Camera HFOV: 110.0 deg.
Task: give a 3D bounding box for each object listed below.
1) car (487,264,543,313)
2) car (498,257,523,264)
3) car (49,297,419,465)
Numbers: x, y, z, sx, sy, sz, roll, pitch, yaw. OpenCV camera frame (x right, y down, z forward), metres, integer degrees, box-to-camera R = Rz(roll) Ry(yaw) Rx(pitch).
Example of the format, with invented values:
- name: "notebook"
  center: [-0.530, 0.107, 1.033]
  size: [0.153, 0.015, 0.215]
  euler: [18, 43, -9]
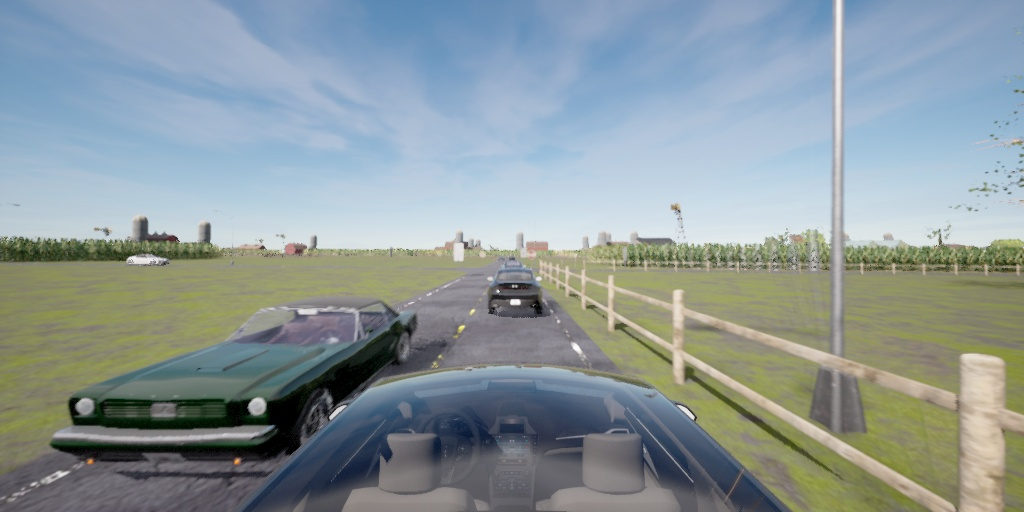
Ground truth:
- name: "car"
  center: [0.103, 1.193, 13.566]
  size: [1.837, 1.490, 4.892]
  euler: [0, 0, 0]
- name: "car"
  center: [0.104, 1.101, 28.225]
  size: [2.128, 1.511, 4.902]
  euler: [0, 0, 0]
- name: "car"
  center: [-2.849, 1.334, 5.140]
  size: [1.895, 1.301, 4.718]
  euler: [0, 0, 0]
